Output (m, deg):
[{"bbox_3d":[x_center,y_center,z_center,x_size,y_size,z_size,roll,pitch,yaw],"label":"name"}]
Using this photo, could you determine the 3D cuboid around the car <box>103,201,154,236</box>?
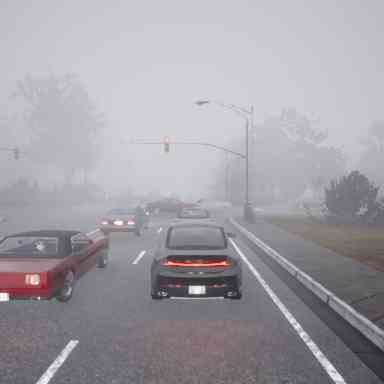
[{"bbox_3d":[-3.445,1.442,17.731,2.033,1.411,5.357,0,0,-1],"label":"car"}]

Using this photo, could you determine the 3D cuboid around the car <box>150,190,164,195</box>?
[{"bbox_3d":[-7.162,0.733,63.458,2.150,2.045,5.566,0,1,-1],"label":"car"}]

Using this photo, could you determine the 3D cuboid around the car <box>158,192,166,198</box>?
[{"bbox_3d":[-7.597,0.780,83.918,1.812,1.442,4.674,0,1,-3],"label":"car"}]

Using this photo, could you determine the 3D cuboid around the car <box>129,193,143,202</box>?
[{"bbox_3d":[-10.672,0.987,63.690,1.882,1.535,5.008,0,1,0],"label":"car"}]

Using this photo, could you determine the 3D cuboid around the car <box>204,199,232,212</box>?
[{"bbox_3d":[1.705,1.363,33.960,4.718,1.301,1.895,0,0,-3],"label":"car"}]

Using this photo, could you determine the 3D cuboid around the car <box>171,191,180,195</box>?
[{"bbox_3d":[-3.748,0.744,74.404,2.097,1.767,4.553,0,1,-2],"label":"car"}]

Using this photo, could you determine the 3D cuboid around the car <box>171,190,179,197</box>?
[{"bbox_3d":[-4.906,0.451,94.756,2.097,1.767,4.553,0,1,-7],"label":"car"}]

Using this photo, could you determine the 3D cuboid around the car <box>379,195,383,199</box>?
[{"bbox_3d":[23.753,0.943,38.952,5.566,2.045,2.150,0,0,-4],"label":"car"}]

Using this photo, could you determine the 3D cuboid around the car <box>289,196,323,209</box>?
[{"bbox_3d":[13.669,1.218,38.364,4.902,1.511,2.128,0,0,-3],"label":"car"}]

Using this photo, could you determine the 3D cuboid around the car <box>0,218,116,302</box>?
[{"bbox_3d":[-3.412,1.570,8.142,1.895,1.301,4.718,0,0,0],"label":"car"}]

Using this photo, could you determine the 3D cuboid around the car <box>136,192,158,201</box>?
[{"bbox_3d":[-7.189,1.151,53.283,2.033,1.411,5.357,0,0,0],"label":"car"}]

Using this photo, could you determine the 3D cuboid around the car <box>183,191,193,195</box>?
[{"bbox_3d":[-0.666,0.783,85.241,1.994,1.385,4.181,0,1,-4],"label":"car"}]

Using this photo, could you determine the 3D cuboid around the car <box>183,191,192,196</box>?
[{"bbox_3d":[-1.418,0.464,95.118,2.033,1.411,5.357,0,1,-7],"label":"car"}]

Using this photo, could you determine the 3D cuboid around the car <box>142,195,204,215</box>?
[{"bbox_3d":[-1.683,1.270,30.256,5.008,1.535,1.882,0,0,-3],"label":"car"}]

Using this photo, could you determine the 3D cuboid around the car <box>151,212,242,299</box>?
[{"bbox_3d":[0.088,1.473,8.321,1.837,1.490,4.892,0,0,0],"label":"car"}]

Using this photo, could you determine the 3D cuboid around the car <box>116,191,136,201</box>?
[{"bbox_3d":[-10.688,0.821,53.803,2.150,2.045,5.566,0,0,0],"label":"car"}]

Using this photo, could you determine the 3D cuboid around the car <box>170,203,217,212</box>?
[{"bbox_3d":[0.081,1.497,17.634,1.895,1.301,4.718,0,0,0],"label":"car"}]

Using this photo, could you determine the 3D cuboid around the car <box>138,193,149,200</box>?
[{"bbox_3d":[-10.737,0.991,73.776,1.895,1.301,4.718,0,1,-1],"label":"car"}]
